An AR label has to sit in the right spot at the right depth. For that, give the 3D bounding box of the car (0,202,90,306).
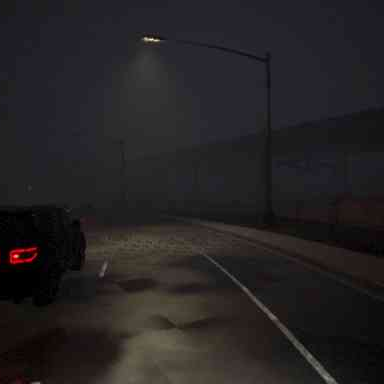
[{"bbox_3d":[-4.168,1.330,8.286,2.150,2.045,5.566,0,0,-9],"label":"car"}]

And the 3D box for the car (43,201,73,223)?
[{"bbox_3d":[-12.371,1.751,30.462,2.097,1.767,4.553,-1,0,-28],"label":"car"}]

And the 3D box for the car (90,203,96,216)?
[{"bbox_3d":[-12.170,1.931,37.458,2.128,1.511,4.902,-1,0,-29],"label":"car"}]
